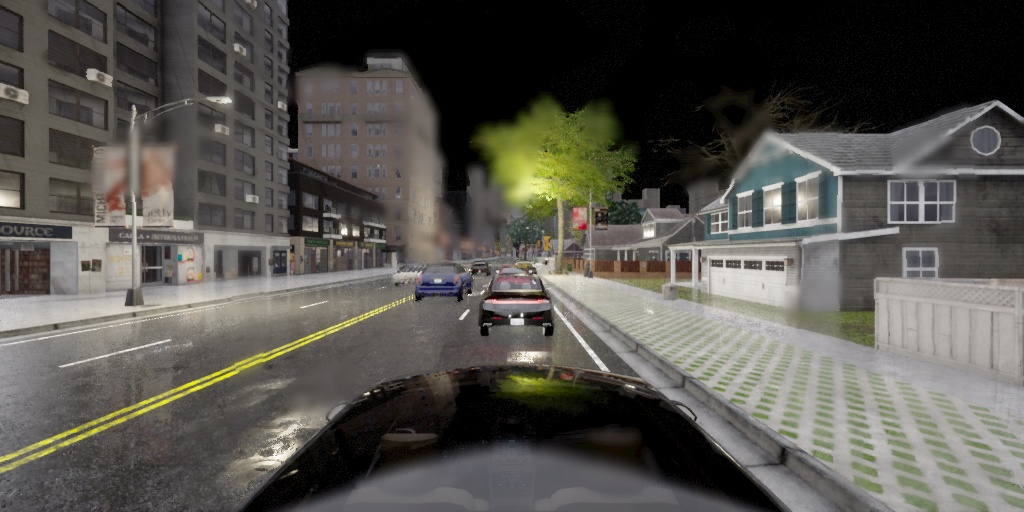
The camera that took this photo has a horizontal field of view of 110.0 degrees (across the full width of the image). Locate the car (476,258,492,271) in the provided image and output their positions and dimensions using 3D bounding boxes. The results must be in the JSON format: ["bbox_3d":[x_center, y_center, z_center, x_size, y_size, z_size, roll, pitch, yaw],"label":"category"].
[{"bbox_3d":[-3.108,1.220,36.662,1.837,1.490,4.892,0,-1,0],"label":"car"}]

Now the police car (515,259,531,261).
[{"bbox_3d":[1.008,1.153,29.578,1.930,1.638,5.238,0,0,0],"label":"police car"}]

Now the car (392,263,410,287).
[{"bbox_3d":[-6.573,1.335,24.536,1.895,1.301,4.718,0,0,0],"label":"car"}]

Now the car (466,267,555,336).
[{"bbox_3d":[0.113,1.238,10.346,2.128,1.511,4.902,0,0,0],"label":"car"}]

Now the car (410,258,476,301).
[{"bbox_3d":[-3.131,1.094,17.290,2.097,1.767,4.553,0,0,0],"label":"car"}]

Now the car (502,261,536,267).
[{"bbox_3d":[0.122,1.217,19.849,1.882,1.535,5.008,0,0,0],"label":"car"}]
